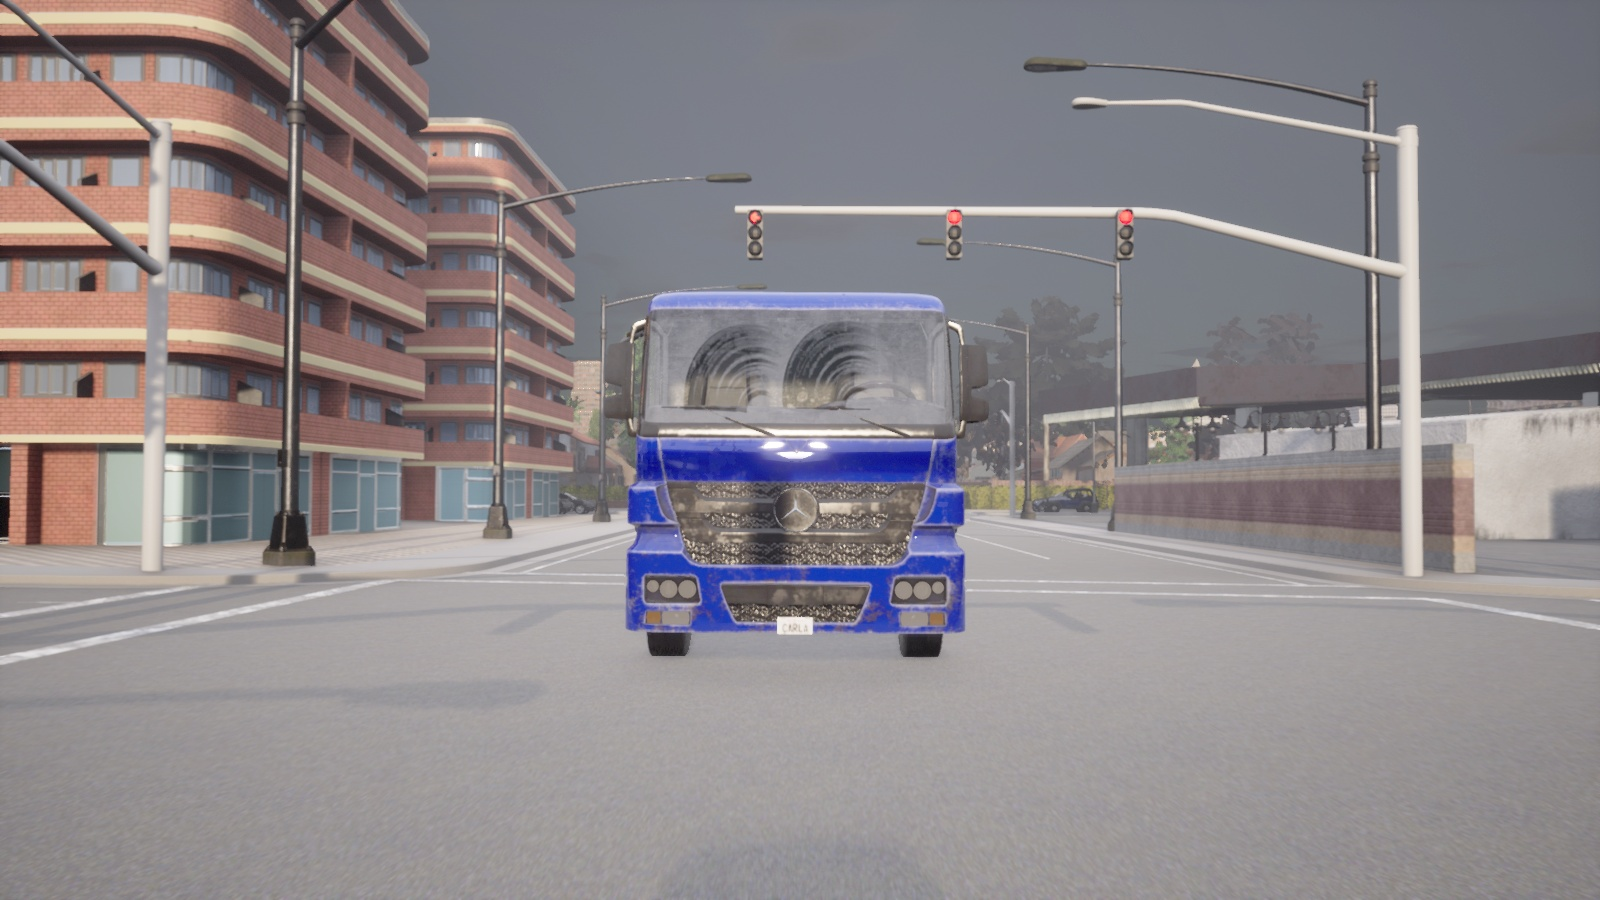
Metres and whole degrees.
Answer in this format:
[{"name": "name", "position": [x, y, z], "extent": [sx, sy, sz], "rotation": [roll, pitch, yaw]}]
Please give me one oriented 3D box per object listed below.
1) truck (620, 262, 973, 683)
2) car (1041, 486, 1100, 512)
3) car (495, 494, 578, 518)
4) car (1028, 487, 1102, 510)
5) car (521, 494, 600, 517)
[{"name": "truck", "position": [-0.042, 0.304, 14.316], "extent": [2.891, 3.462, 7.936], "rotation": [0, -2, 0]}, {"name": "car", "position": [19.504, 3.519, 90.739], "extent": [3.866, 1.878, 1.905], "rotation": [0, -2, 1]}, {"name": "car", "position": [-16.746, 3.536, 79.889], "extent": [4.892, 1.490, 1.837], "rotation": [0, -2, 2]}, {"name": "car", "position": [19.858, 3.615, 94.256], "extent": [5.027, 1.651, 2.152], "rotation": [0, -2, 0]}, {"name": "car", "position": [-15.823, 3.640, 83.218], "extent": [4.892, 1.490, 1.837], "rotation": [0, -2, 1]}]
